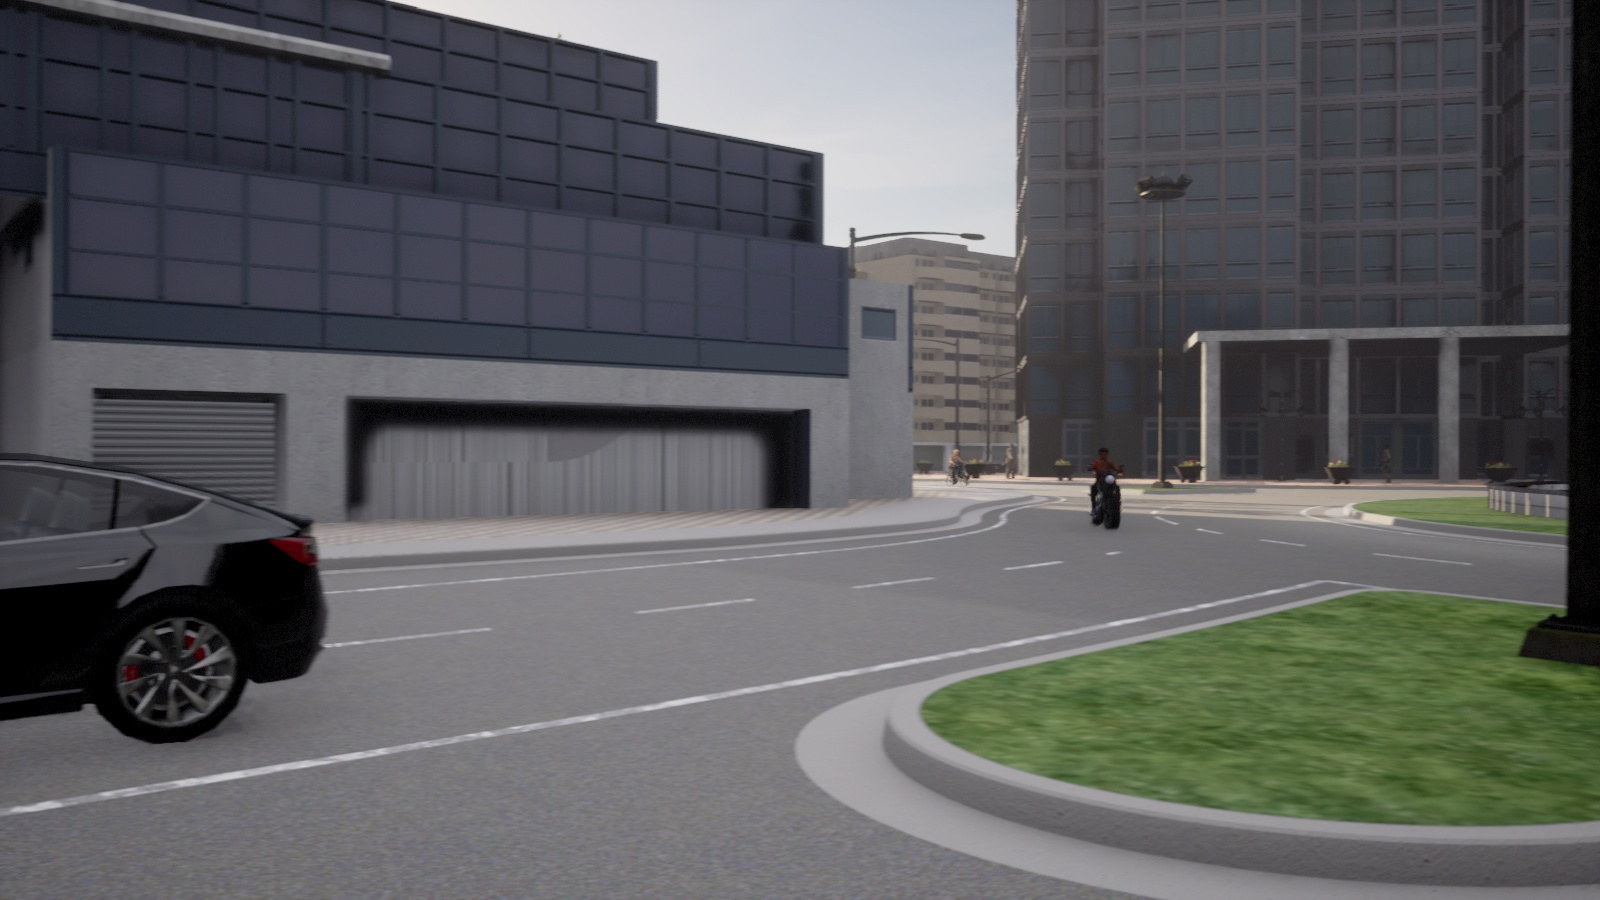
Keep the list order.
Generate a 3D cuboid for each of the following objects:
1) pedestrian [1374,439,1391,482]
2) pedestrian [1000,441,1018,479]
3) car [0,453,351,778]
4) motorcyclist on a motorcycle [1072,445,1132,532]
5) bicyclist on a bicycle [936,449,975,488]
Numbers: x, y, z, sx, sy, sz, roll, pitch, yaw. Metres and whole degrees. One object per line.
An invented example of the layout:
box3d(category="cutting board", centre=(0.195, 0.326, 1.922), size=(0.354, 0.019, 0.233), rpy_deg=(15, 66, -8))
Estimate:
box3d(category="pedestrian", centre=(26.473, 0.469, 57.075), size=(0.692, 1.930, 0.396), rpy_deg=(0, 0, 19))
box3d(category="pedestrian", centre=(10.235, 0.494, 61.466), size=(0.540, 1.848, 0.694), rpy_deg=(0, 0, -33))
box3d(category="car", centre=(-4.955, 0.762, 6.060), size=(4.792, 1.488, 2.163), rpy_deg=(0, 0, -41))
box3d(category="motorcyclist on a motorcycle", centre=(5.985, 0.726, 24.970), size=(0.766, 1.649, 2.350), rpy_deg=(0, 0, 4))
box3d(category="bicyclist on a bicycle", centre=(6.527, 0.757, 52.794), size=(0.866, 1.612, 1.509), rpy_deg=(-1, 0, -30))
